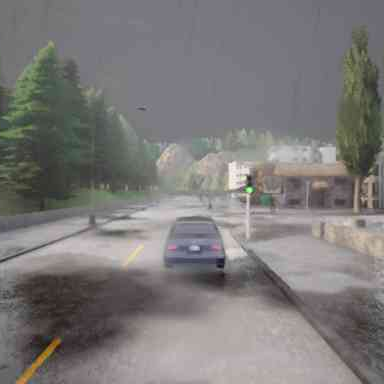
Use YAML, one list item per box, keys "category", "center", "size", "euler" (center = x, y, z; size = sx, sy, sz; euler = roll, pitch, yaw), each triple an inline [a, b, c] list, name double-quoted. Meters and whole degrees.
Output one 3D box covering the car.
- category: "car"
  center: [0.077, 1.544, 11.361]
  size: [2.033, 1.411, 5.357]
  euler: [0, 0, 0]
